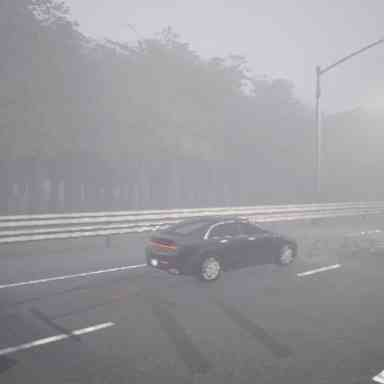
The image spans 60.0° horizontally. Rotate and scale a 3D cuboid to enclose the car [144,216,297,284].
[{"bbox_3d":[1.016,1.461,9.526,4.892,1.490,1.837,0,0,-37],"label":"car"}]
